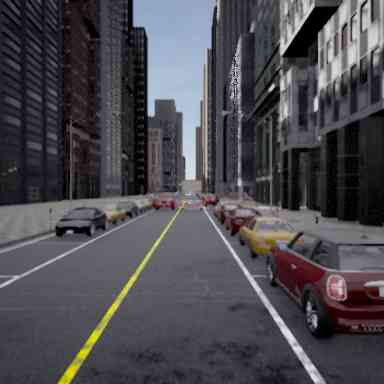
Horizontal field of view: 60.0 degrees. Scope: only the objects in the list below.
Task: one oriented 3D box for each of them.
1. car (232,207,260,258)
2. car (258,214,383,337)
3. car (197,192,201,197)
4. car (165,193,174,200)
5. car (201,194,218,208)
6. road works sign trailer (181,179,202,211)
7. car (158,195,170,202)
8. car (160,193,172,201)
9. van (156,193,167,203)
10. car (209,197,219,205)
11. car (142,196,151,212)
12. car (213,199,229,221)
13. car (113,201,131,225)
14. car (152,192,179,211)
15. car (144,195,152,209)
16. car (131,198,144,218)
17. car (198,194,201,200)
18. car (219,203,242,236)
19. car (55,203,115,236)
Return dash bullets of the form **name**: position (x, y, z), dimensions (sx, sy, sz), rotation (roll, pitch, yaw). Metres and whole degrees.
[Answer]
- **car**: position (2.761, 1.485, 12.415), dimensions (1.752, 1.417, 4.829), rotation (0, 0, 0)
- **car**: position (2.760, 1.418, 6.604), dimensions (1.967, 1.590, 4.097), rotation (0, 0, 0)
- **car**: position (2.760, 1.230, 79.930), dimensions (1.967, 1.590, 4.097), rotation (0, 0, 0)
- **car**: position (-5.765, 1.095, 85.565), dimensions (2.192, 1.841, 5.009), rotation (0, 0, 0)
- **car**: position (2.760, 1.180, 46.087), dimensions (2.192, 1.841, 5.009), rotation (0, 0, 0)
- **road works sign trailer**: position (0.000, 0.350, 37.993), dimensions (2.380, 3.560, 2.880), rotation (0, 0, 0)
- **car**: position (-5.764, 1.363, 68.643), dimensions (2.008, 1.369, 4.403), rotation (0, 0, 0)
- **car**: position (-5.765, 1.116, 74.283), dimensions (2.192, 1.841, 5.009), rotation (0, 0, 0)
- **van**: position (-5.765, 1.166, 63.002), dimensions (1.690, 1.788, 3.998), rotation (0, 0, 0)
- **car**: position (2.761, 1.435, 29.337), dimensions (1.752, 1.417, 4.829), rotation (0, 0, 0)
- **car**: position (-5.764, 1.421, 34.629), dimensions (1.752, 1.417, 4.829), rotation (0, 0, 0)
- **car**: position (2.761, 1.471, 23.526), dimensions (1.887, 1.381, 4.507), rotation (0, 0, 0)
- **car**: position (-5.764, 1.452, 23.348), dimensions (1.752, 1.417, 4.829), rotation (0, 0, 0)
- **car**: position (-3.095, 1.105, 39.512), dimensions (2.150, 2.045, 5.566), rotation (0, 0, 0)
- **car**: position (-5.764, 1.405, 40.270), dimensions (1.752, 1.417, 4.829), rotation (0, 0, 0)
- **car**: position (-5.764, 1.476, 29.159), dimensions (1.947, 1.339, 4.313), rotation (0, 0, 0)
- **car**: position (2.761, 1.375, 63.009), dimensions (2.008, 1.369, 4.403), rotation (0, 0, 0)
- **car**: position (2.761, 1.488, 17.885), dimensions (1.887, 1.381, 4.507), rotation (0, 0, 0)
- **car**: position (-5.764, 1.509, 17.877), dimensions (1.947, 1.339, 4.313), rotation (0, 0, 0)
